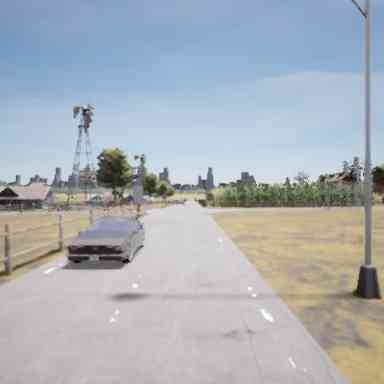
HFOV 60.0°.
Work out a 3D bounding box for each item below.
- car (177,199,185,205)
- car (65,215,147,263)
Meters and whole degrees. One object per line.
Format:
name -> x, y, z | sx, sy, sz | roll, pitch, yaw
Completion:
car -> -2.749, 2.416, 80.814 | 2.128, 1.511, 4.902 | 0, -1, 0
car -> -2.851, 1.593, 12.361 | 2.033, 1.411, 5.357 | 0, 0, 0
